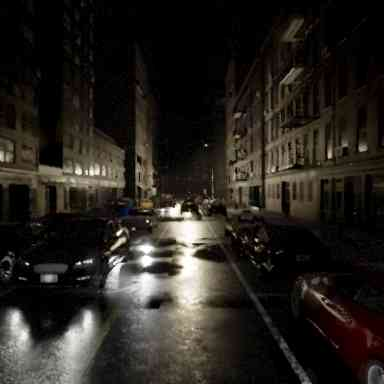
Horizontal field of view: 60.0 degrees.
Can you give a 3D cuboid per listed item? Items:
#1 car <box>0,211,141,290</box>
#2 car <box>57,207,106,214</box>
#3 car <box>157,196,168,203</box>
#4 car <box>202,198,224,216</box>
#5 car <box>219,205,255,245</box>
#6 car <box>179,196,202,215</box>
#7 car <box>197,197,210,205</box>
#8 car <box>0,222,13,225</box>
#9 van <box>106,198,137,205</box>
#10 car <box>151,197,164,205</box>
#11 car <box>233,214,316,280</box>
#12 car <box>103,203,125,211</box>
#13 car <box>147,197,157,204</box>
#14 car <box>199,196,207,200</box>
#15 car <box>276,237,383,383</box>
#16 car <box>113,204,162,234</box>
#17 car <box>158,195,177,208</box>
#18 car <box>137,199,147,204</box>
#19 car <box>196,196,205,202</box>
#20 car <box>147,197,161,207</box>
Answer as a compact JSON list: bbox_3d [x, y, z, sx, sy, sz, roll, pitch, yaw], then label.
[{"bbox_3d":[-2.940,1.498,9.237,2.128,1.511,4.902,0,0,0],"label":"car"},{"bbox_3d":[-5.545,1.578,15.099,1.947,1.339,4.313,0,0,-1],"label":"car"},{"bbox_3d":[-6.151,1.534,69.223,2.008,1.369,4.403,0,0,-1],"label":"car"},{"bbox_3d":[2.298,1.535,31.417,2.008,1.369,4.403,0,0,-1],"label":"car"},{"bbox_3d":[2.478,1.515,15.350,1.752,1.417,4.829,0,0,-1],"label":"car"},{"bbox_3d":[-0.268,1.496,34.250,1.837,1.490,4.892,0,0,-1],"label":"car"},{"bbox_3d":[1.995,1.538,58.479,1.947,1.339,4.313,0,0,-1],"label":"car"},{"bbox_3d":[-5.484,1.579,9.687,1.947,1.339,4.313,0,0,-1],"label":"car"},{"bbox_3d":[-5.666,1.349,25.924,1.690,1.788,3.998,0,0,-1],"label":"van"},{"bbox_3d":[-6.030,1.575,58.398,1.802,1.307,4.206,0,0,-1],"label":"car"},{"bbox_3d":[2.541,1.557,9.768,1.947,1.339,4.313,0,0,-1],"label":"car"},{"bbox_3d":[-5.605,1.592,20.512,1.802,1.307,4.206,0,0,-1],"label":"car"},{"bbox_3d":[-5.846,1.526,41.991,1.752,1.417,4.829,0,0,-1],"label":"car"},{"bbox_3d":[2.177,1.530,42.242,2.008,1.369,4.403,0,0,-1],"label":"car"},{"bbox_3d":[2.601,1.574,4.356,1.802,1.307,4.206,0,0,-1],"label":"car"},{"bbox_3d":[-3.045,1.605,19.481,1.895,1.301,4.718,0,0,0],"label":"car"},{"bbox_3d":[-3.257,1.559,46.191,1.994,1.385,4.181,0,0,0],"label":"car"},{"bbox_3d":[-5.727,1.446,31.336,1.967,1.590,4.097,0,0,-1],"label":"car"},{"bbox_3d":[1.813,1.538,74.716,1.802,1.307,4.206,0,0,-1],"label":"car"},{"bbox_3d":[-5.967,1.522,52.815,1.752,1.417,4.829,0,0,-1],"label":"car"}]
